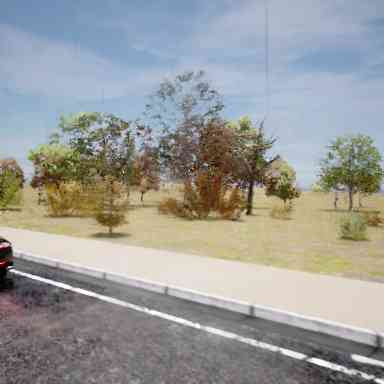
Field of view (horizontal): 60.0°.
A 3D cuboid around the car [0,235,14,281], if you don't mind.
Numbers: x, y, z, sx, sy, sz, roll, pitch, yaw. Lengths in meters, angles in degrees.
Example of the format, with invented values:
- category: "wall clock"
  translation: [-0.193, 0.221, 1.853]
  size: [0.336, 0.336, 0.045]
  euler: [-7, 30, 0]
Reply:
- category: "car"
  translation: [-6.278, 1.367, 8.159]
  size: [4.902, 1.511, 2.128]
  euler: [1, 0, 35]
